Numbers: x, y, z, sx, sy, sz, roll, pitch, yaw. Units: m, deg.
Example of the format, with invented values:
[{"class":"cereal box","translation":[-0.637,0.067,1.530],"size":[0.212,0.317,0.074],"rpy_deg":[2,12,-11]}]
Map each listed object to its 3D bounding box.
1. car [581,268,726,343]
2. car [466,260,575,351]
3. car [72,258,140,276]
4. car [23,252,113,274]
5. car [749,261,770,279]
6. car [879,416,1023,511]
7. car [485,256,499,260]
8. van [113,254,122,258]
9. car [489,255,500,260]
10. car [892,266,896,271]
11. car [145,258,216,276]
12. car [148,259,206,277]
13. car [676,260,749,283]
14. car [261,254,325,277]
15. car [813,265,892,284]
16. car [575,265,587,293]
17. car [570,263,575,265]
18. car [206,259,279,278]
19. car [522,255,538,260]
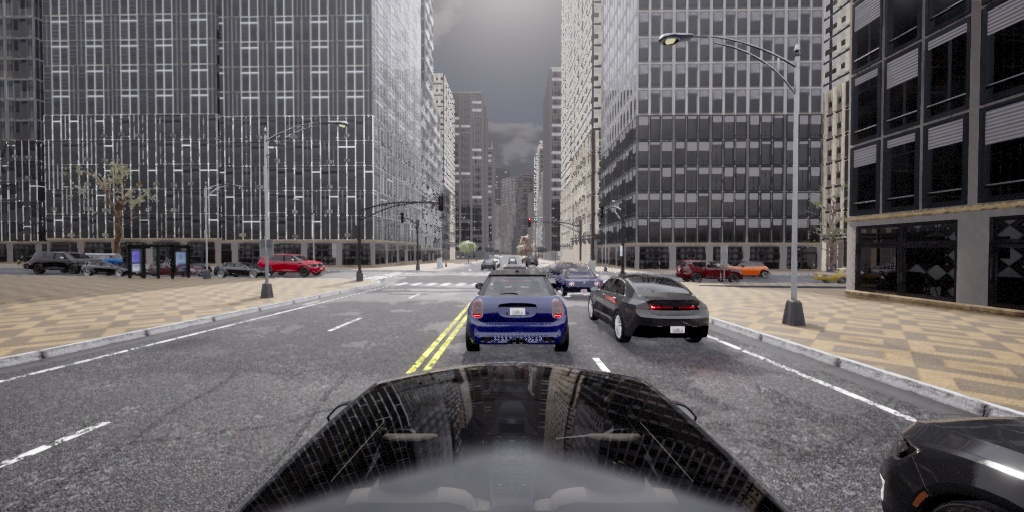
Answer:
[{"class":"car","translation":[3.361,1.251,9.706],"size":[1.837,1.490,4.892],"rpy_deg":[0,0,0]},{"class":"car","translation":[0.110,1.099,9.100],"size":[2.097,1.767,4.553],"rpy_deg":[0,0,0]},{"class":"car","translation":[-34.054,1.069,30.608],"size":[4.313,1.339,1.948],"rpy_deg":[0,0,1]},{"class":"car","translation":[-41.332,0.616,33.405],"size":[5.566,2.045,2.150],"rpy_deg":[1,1,2]},{"class":"car","translation":[22.624,1.268,35.355],"size":[4.553,1.767,2.097],"rpy_deg":[0,1,1]},{"class":"car","translation":[3.345,1.255,0.308],"size":[1.837,1.490,4.892],"rpy_deg":[0,0,0]},{"class":"car","translation":[-3.271,1.193,50.633],"size":[1.882,1.535,5.008],"rpy_deg":[0,0,0]},{"class":"van","translation":[-45.233,0.605,39.286],"size":[3.998,1.789,1.690],"rpy_deg":[0,0,1]},{"class":"car","translation":[-3.242,0.925,60.582],"size":[2.150,2.045,5.566],"rpy_deg":[0,0,0]},{"class":"car","translation":[33.152,1.684,29.384],"size":[4.207,1.307,1.802],"rpy_deg":[0,0,1]},{"class":"car","translation":[-30.595,0.997,33.163],"size":[4.892,1.490,1.837],"rpy_deg":[1,1,1]},{"class":"car","translation":[-28.374,1.138,30.427],"size":[4.207,1.307,1.802],"rpy_deg":[0,0,1]},{"class":"car","translation":[16.234,1.269,29.700],"size":[5.009,1.841,2.192],"rpy_deg":[0,0,1]},{"class":"car","translation":[-20.236,0.808,32.934],"size":[5.566,2.045,2.150],"rpy_deg":[0,1,1]},{"class":"car","translation":[27.682,1.579,29.486],"size":[4.829,1.417,1.751],"rpy_deg":[0,0,1]},{"class":"car","translation":[3.376,1.341,19.017],"size":[1.895,1.301,4.718],"rpy_deg":[0,0,0]},{"class":"car","translation":[4.672,1.326,34.460],"size":[5.357,1.411,2.033],"rpy_deg":[0,1,-18]},{"class":"car","translation":[-22.690,1.174,30.285],"size":[4.313,1.339,1.948],"rpy_deg":[0,0,1]},{"class":"car","translation":[3.438,0.923,63.639],"size":[2.150,2.045,5.566],"rpy_deg":[0,0,0]}]
